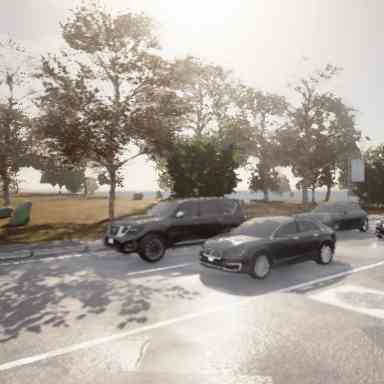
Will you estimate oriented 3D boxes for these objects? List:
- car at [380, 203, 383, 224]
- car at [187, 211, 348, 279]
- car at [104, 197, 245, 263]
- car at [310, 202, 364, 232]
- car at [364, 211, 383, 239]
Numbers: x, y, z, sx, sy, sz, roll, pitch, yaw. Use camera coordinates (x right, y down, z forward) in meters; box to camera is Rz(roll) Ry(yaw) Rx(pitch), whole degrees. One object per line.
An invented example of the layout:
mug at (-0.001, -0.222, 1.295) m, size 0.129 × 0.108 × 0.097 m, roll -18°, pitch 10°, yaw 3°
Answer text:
car at (15.936, 1.520, 24.479) m, size 4.892 × 1.490 × 1.837 m, roll 0°, pitch 0°, yaw -37°
car at (2.460, 1.499, 10.097) m, size 4.892 × 1.490 × 1.837 m, roll 0°, pitch 0°, yaw -36°
car at (-0.368, 1.221, 12.365) m, size 5.566 × 2.045 × 2.150 m, roll 0°, pitch 0°, yaw -36°
car at (7.761, 1.348, 18.360) m, size 4.553 × 1.767 × 2.097 m, roll 0°, pitch 0°, yaw -37°
car at (10.800, 1.484, 16.262) m, size 4.902 × 1.511 × 2.128 m, roll 0°, pitch 0°, yaw -37°
